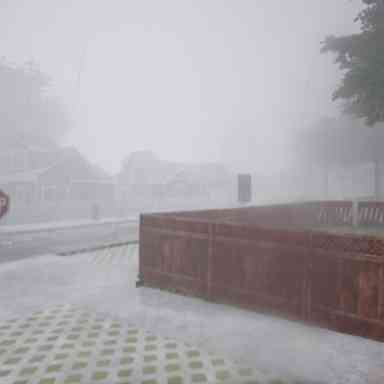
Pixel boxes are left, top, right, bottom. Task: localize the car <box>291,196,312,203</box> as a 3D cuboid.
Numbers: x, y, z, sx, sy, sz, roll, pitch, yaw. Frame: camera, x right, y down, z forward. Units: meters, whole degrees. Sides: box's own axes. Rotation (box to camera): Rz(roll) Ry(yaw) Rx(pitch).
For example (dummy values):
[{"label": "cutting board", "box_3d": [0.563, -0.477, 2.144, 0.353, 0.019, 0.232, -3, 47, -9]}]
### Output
[{"label": "car", "box_3d": [15.213, 1.277, 46.011, 1.837, 1.490, 4.892, 0, 0, 36]}]
